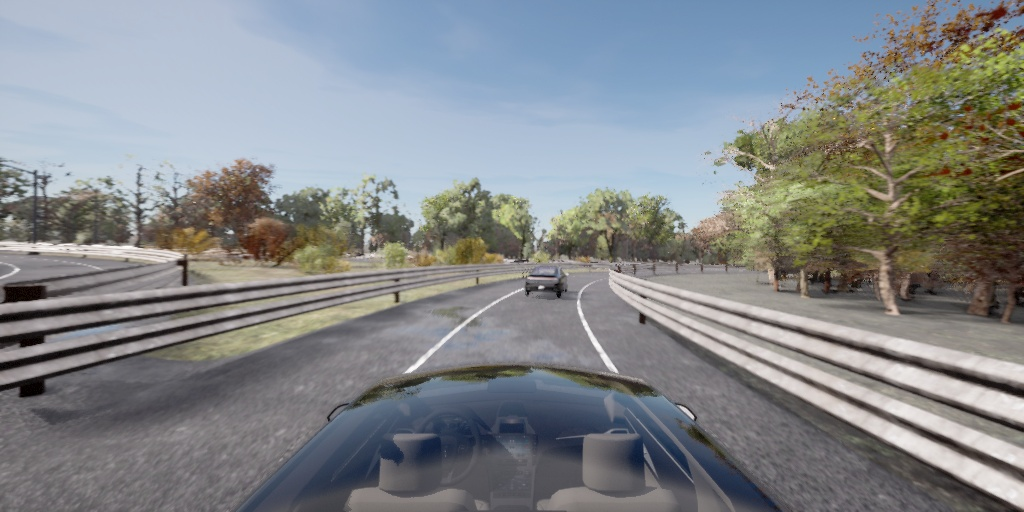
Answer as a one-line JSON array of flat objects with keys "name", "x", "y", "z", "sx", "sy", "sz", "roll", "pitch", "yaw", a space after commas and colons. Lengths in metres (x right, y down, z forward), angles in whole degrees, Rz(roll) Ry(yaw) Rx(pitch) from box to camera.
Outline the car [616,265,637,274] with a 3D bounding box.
[{"name": "car", "x": 16.573, "y": 1.894, "z": 51.900, "sx": 1.895, "sy": 1.301, "sz": 4.718, "roll": 1, "pitch": 0, "yaw": 40}]

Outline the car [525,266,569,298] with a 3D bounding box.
[{"name": "car", "x": 1.933, "y": 1.286, "z": 19.133, "sx": 2.128, "sy": 1.511, "sz": 4.902, "roll": 1, "pitch": 0, "yaw": 13}]
